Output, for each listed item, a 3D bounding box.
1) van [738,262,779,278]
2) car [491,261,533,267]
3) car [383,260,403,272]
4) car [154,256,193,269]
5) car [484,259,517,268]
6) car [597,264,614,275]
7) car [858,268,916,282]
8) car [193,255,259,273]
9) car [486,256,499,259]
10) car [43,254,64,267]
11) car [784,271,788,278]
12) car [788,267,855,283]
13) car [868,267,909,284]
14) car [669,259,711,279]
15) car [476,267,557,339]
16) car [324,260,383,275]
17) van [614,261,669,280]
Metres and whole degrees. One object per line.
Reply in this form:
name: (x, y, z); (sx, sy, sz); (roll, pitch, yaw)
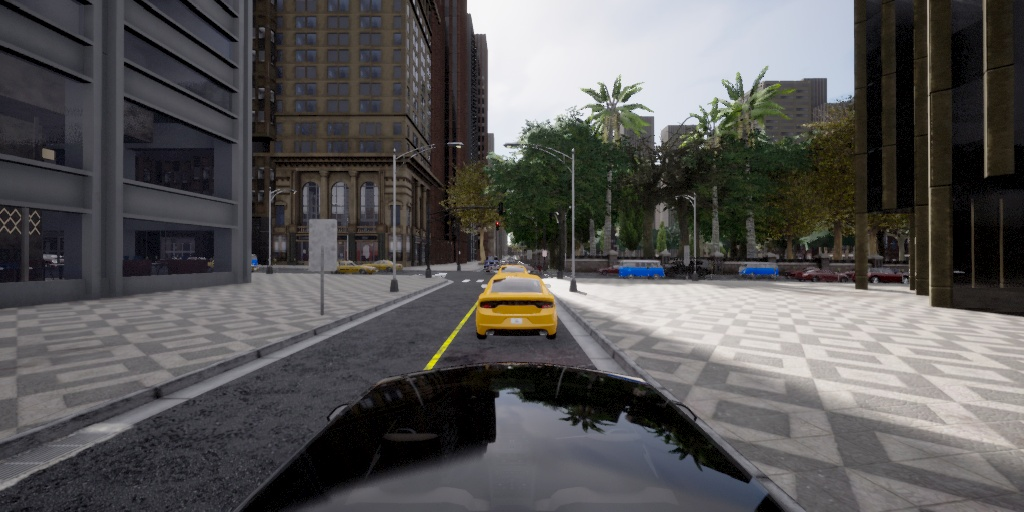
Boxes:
van: (28.554, 1.638, 41.579); (3.998, 1.789, 1.690); (0, 0, 0)
car: (0.042, 1.235, 20.168); (1.882, 1.535, 5.008); (0, 0, 0)
car: (-15.272, 1.102, 41.851); (4.829, 1.417, 1.751); (0, 0, 0)
car: (-36.400, 0.741, 39.323); (4.674, 1.442, 1.812); (1, 0, 0)
car: (-0.293, 1.340, 39.105); (5.357, 1.411, 2.033); (1, -1, 0)
car: (11.984, 1.606, 41.682); (4.207, 1.307, 1.802); (0, 0, 0)
car: (40.478, 2.043, 38.803); (4.181, 1.385, 1.994); (1, 0, 1)
car: (-26.316, 0.868, 33.395); (4.829, 1.417, 1.751); (0, 0, 0)
car: (-2.975, 1.036, 54.563); (2.150, 2.045, 5.566); (0, 0, 0)
car: (-43.498, 0.508, 33.502); (4.097, 1.591, 1.967); (0, 0, 0)
car: (34.077, 1.933, 41.544); (4.507, 1.381, 1.888); (0, 0, 0)
car: (28.512, 1.830, 33.053); (4.207, 1.307, 1.802); (0, 0, 0)
car: (34.035, 1.779, 33.019); (4.097, 1.591, 1.967); (0, 0, 0)
car: (18.527, 1.337, 38.978); (5.566, 2.045, 2.150); (1, 0, 0)
car: (0.112, 1.230, 10.108); (1.882, 1.535, 5.008); (0, 0, 0)
car: (-14.975, 1.053, 33.324); (4.829, 1.417, 1.751); (0, 0, 0)
van: (11.942, 1.315, 33.156); (3.998, 1.789, 1.690); (0, 0, 0)
